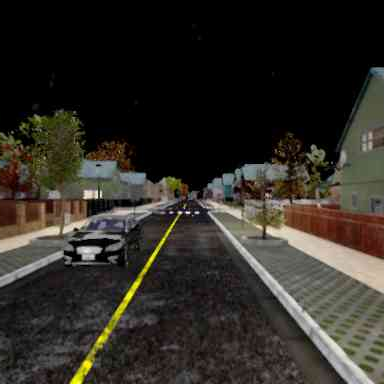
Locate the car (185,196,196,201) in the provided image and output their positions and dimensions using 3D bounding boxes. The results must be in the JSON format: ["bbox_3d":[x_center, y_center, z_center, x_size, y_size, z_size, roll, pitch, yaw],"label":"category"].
[{"bbox_3d":[-0.010,1.801,84.516,2.097,1.767,4.553,0,-1,0],"label":"car"}]

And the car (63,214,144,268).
[{"bbox_3d":[-2.850,1.540,11.596,2.128,1.511,4.902,0,0,0],"label":"car"}]

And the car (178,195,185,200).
[{"bbox_3d":[-2.760,1.592,94.106,2.150,2.045,5.566,0,-1,0],"label":"car"}]
